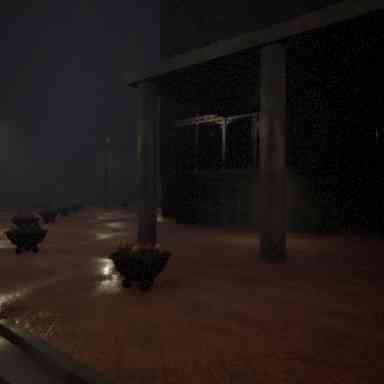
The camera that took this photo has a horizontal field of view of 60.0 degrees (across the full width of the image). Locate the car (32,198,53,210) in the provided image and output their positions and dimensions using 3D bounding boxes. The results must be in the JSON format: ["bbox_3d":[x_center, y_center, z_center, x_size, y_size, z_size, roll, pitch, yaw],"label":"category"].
[{"bbox_3d":[-19.863,1.538,44.363,2.128,1.511,4.902,0,-1,-12],"label":"car"}]
